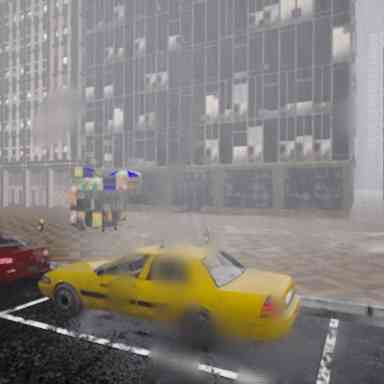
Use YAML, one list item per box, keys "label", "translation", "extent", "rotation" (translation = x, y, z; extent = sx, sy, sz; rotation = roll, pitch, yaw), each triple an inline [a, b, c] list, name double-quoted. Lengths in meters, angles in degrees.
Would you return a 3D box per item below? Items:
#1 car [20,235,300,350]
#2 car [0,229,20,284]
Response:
- label: "car"
  translation: [-0.633, 1.522, 5.967]
  extent: [4.829, 1.417, 1.752]
  rotation: [0, 0, 27]
- label: "car"
  translation: [-5.421, 1.577, 8.371]
  extent: [4.206, 1.307, 1.802]
  rotation: [0, 0, 27]
